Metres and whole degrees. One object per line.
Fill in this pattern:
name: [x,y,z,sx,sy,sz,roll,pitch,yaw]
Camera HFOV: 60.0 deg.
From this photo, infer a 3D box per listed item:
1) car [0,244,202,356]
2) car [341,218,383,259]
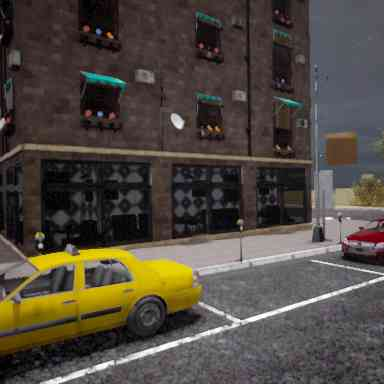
car: [-2.108,1.524,5.073,4.829,1.417,1.752,0,-1,-35]
car: [6.964,1.576,11.662,4.206,1.307,1.802,0,-1,-35]
